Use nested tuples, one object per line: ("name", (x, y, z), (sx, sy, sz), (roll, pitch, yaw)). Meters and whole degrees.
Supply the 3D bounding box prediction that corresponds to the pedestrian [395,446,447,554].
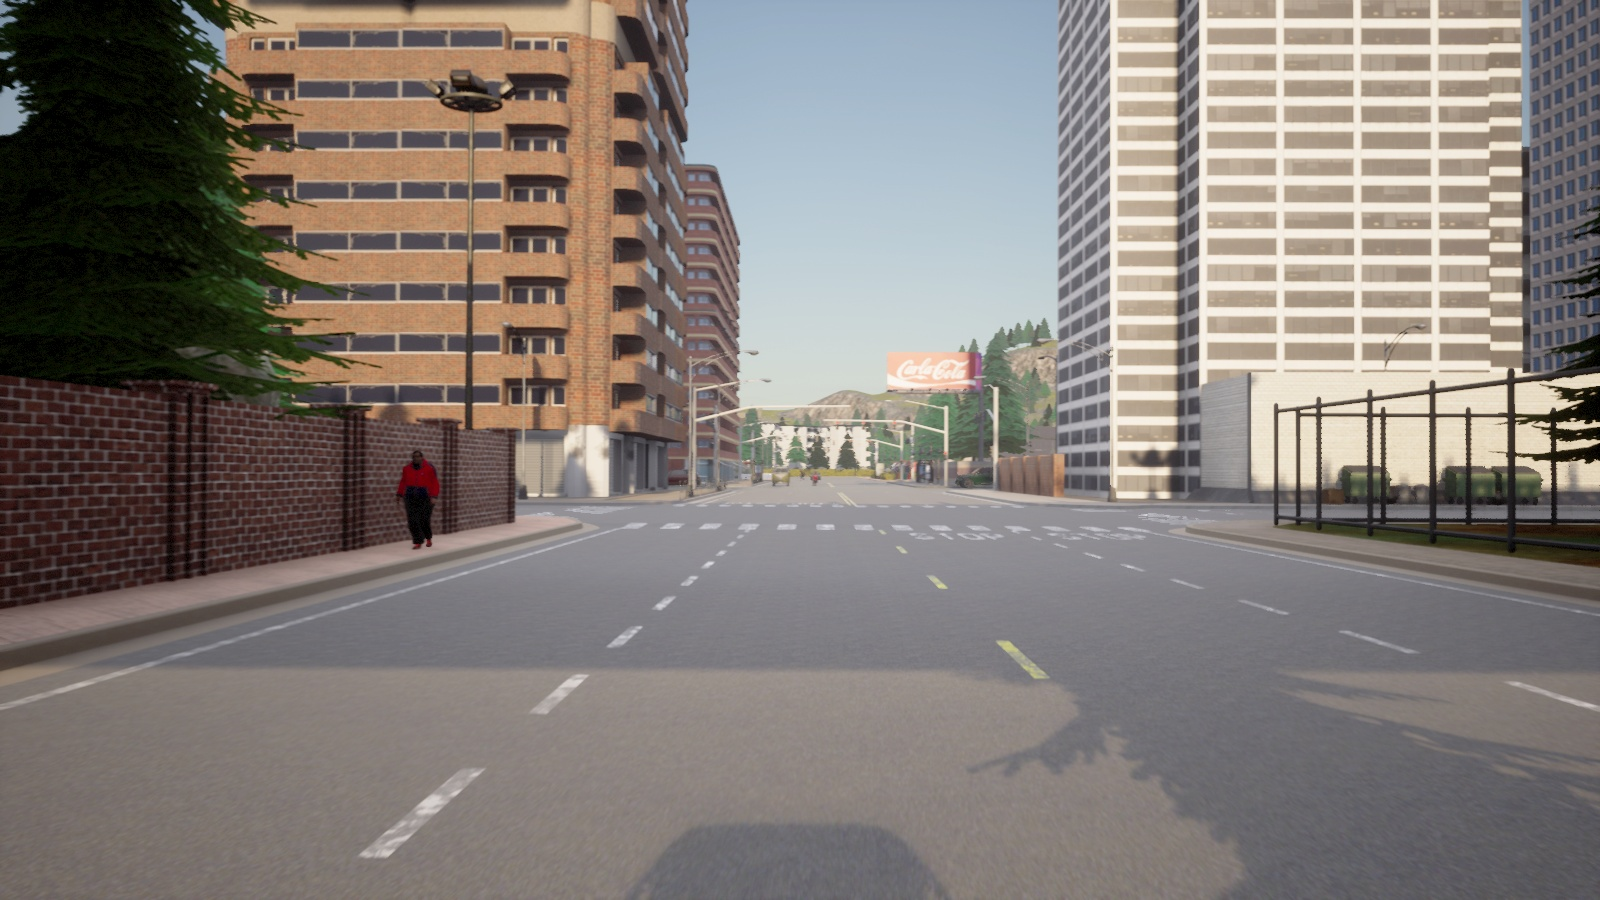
("pedestrian", (-6.615, 0.862, 21.937), (0.634, 1.844, 0.899), (0, -1, -1))
